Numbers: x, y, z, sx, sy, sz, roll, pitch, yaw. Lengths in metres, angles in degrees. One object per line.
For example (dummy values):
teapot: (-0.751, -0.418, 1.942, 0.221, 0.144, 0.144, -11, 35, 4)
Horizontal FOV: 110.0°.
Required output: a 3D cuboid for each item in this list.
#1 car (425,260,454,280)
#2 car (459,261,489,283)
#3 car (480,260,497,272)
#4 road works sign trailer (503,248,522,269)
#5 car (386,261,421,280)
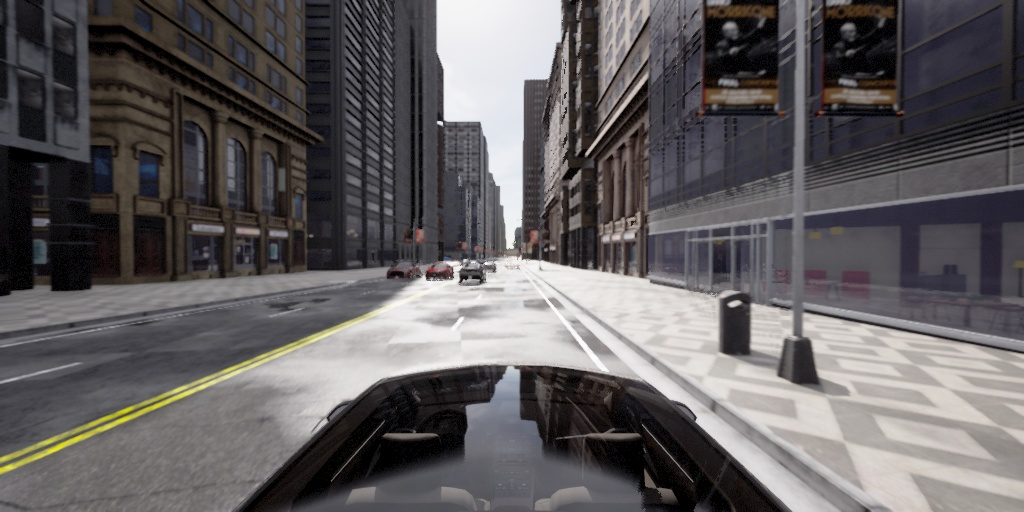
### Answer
car: (-6.590, 1.360, 32.925, 1.882, 1.535, 5.008, 0, 0, 0)
car: (-3.150, 1.367, 29.385, 1.837, 1.490, 4.892, 0, -1, 0)
car: (-3.148, 1.504, 50.652, 2.033, 1.411, 5.357, 0, 0, 0)
road works sign trailer: (0.069, 0.455, 63.934, 2.380, 3.560, 2.880, 0, 0, 0)
car: (-9.839, 1.234, 32.843, 2.097, 1.767, 4.553, 0, 0, 0)
